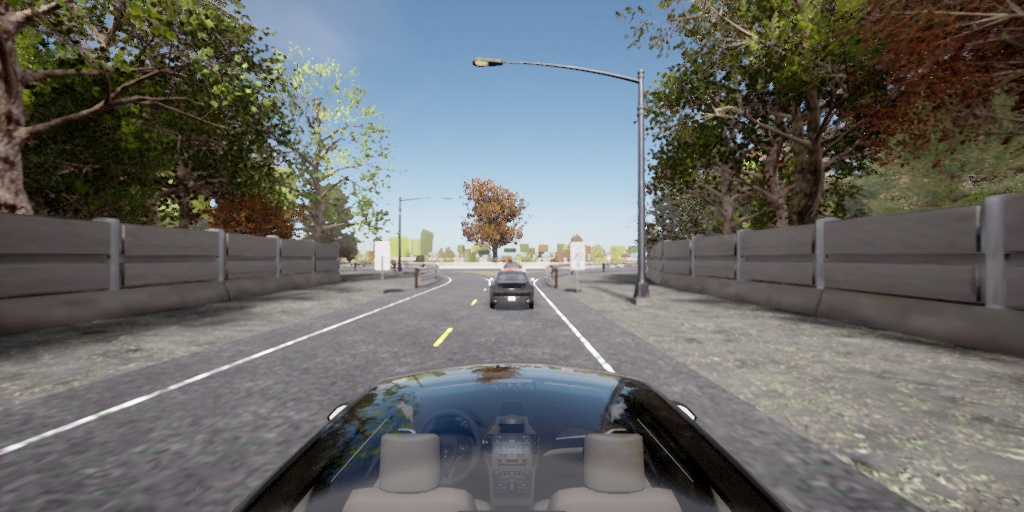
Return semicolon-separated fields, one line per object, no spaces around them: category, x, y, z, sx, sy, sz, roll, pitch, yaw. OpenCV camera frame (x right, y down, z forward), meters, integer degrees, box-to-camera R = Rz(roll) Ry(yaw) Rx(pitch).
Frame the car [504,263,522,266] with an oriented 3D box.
car;0.171;1.370;30.793;2.097;1.767;4.553;0;-1;5

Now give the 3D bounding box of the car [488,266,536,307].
car;0.004;1.392;16.169;1.837;1.490;4.892;0;0;0
